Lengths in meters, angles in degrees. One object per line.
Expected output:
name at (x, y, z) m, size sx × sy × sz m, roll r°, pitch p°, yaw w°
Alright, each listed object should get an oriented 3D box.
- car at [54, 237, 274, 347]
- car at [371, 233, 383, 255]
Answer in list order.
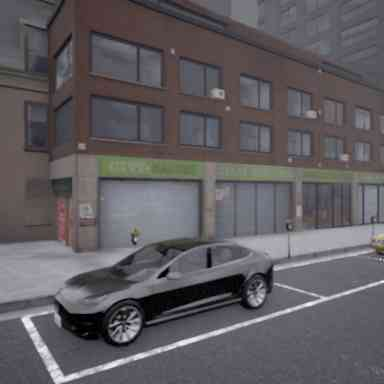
car at (-0.275, 1.596, 6.348) m, size 4.313 × 1.339 × 1.947 m, roll 1°, pitch -1°, yaw -36°
car at (8.680, 1.656, 12.739) m, size 4.829 × 1.417 × 1.752 m, roll 1°, pitch -1°, yaw -36°
